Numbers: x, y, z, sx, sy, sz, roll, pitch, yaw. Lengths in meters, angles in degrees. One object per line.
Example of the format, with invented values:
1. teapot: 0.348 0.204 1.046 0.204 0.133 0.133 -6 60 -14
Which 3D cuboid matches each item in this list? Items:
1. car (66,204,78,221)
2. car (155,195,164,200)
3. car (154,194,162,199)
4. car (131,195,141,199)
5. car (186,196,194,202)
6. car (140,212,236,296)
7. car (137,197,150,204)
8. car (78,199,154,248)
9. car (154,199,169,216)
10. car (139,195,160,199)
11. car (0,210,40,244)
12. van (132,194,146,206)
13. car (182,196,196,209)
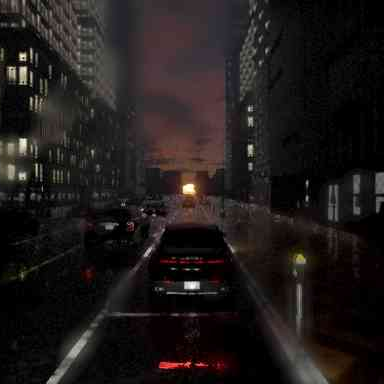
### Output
1. car: -8.832 1.574 27.183 1.802 1.307 4.206 0 0 0
2. car: -8.832 1.503 89.799 1.947 1.339 4.313 0 0 0
3. car: -8.832 1.390 78.413 1.967 1.590 4.097 0 0 0
4. car: -8.832 1.522 49.953 1.887 1.381 4.507 0 0 0
5. car: -0.452 1.532 78.399 1.802 1.307 4.206 0 0 0
6. car: 0.000 1.503 8.649 1.837 1.490 4.892 0 0 0
7. car: -8.832 1.550 61.338 1.802 1.307 4.206 0 0 0
8. car: -3.145 1.364 14.782 2.097 1.767 4.553 0 0 0
9. car: -3.145 1.608 29.842 1.895 1.301 4.718 0 0 0
10. car: -6.146 1.539 48.812 1.812 1.442 4.674 0 0 0
11. car: -8.833 1.563 15.800 1.947 1.339 4.313 0 0 0
12. van: -8.831 1.314 55.646 1.690 1.788 3.998 0 0 0
13. car: -0.452 1.548 44.248 1.947 1.339 4.313 0 0 0
